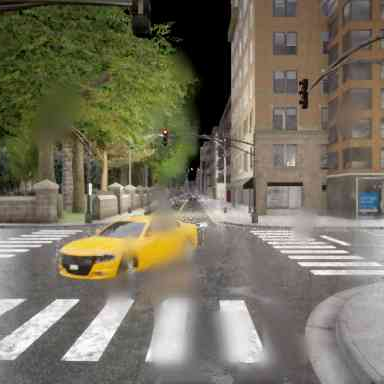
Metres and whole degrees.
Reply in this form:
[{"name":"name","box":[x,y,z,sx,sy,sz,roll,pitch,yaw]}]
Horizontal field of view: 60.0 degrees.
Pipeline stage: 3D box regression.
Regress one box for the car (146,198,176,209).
[{"name":"car","box":[-2.998,1.526,30.708,2.033,1.411,5.357,0,0,4]}]

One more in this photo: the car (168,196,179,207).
[{"name":"car","box":[-2.997,1.465,40.780,1.837,1.490,4.892,0,0,0]}]

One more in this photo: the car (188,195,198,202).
[{"name":"car","box":[0.210,1.424,70.816,1.812,1.442,4.674,0,0,0]}]

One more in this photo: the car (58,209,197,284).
[{"name":"car","box":[-1.614,1.477,9.952,1.882,1.535,5.008,-2,-1,27]}]
